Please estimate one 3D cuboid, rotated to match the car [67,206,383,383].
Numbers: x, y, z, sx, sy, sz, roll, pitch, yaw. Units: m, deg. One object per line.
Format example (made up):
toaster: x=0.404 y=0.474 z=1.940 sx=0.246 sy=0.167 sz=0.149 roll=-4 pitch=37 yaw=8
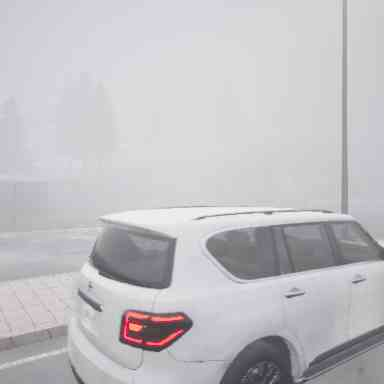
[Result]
car: x=1.226 y=1.219 z=4.621 sx=5.566 sy=2.045 sz=2.150 roll=0 pitch=0 yaw=-36
